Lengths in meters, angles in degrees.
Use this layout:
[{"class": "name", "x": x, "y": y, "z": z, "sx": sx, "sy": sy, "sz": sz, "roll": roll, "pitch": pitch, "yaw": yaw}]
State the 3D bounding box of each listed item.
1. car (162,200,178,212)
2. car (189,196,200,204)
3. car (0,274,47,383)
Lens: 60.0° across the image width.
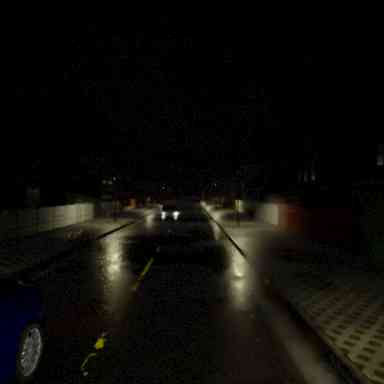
[{"class": "car", "x": -2.852, "y": 1.770, "z": 43.940, "sx": 1.882, "sy": 1.535, "sz": 5.008, "roll": 0, "pitch": 0, "yaw": 0}, {"class": "car", "x": 0.939, "y": 1.990, "z": 79.893, "sx": 1.882, "sy": 1.535, "sz": 5.008, "roll": 0, "pitch": 0, "yaw": 0}, {"class": "car", "x": -2.839, "y": 1.544, "z": 2.741, "sx": 1.812, "sy": 1.442, "sz": 4.674, "roll": 0, "pitch": 0, "yaw": 0}]
